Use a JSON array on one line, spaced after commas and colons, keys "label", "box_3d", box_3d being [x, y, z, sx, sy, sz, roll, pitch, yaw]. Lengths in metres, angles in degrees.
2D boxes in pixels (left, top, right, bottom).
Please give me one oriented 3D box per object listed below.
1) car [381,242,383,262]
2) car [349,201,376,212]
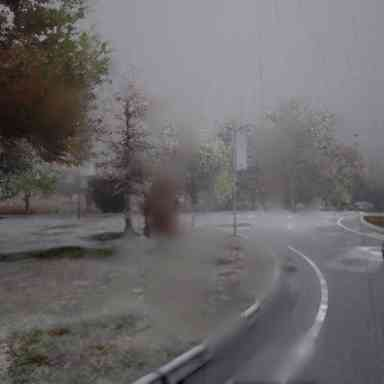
[{"label": "car", "box_3d": [5.838, 1.489, 7.435, 2.033, 1.411, 5.357, 0, 0, 17]}, {"label": "car", "box_3d": [22.413, 1.921, 43.767, 4.181, 1.385, 1.994, 4, -3, -40]}]
